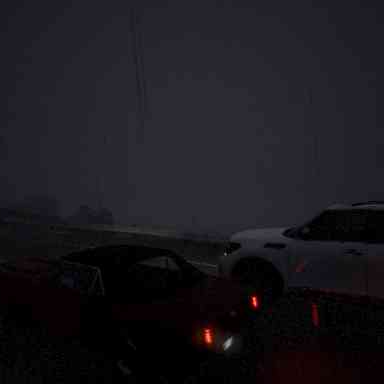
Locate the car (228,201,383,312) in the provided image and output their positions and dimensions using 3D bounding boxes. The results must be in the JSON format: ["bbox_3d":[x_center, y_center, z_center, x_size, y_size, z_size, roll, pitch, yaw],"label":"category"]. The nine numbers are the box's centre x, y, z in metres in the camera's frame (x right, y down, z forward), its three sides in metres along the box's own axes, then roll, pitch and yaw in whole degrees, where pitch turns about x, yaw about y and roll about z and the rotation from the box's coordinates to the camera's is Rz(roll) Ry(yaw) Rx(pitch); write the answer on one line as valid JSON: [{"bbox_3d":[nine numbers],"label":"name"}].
[{"bbox_3d":[3.237,1.181,6.128,5.566,2.045,2.150,0,0,34],"label":"car"}]

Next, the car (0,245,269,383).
[{"bbox_3d":[-1.414,1.541,5.303,4.718,1.301,1.895,1,1,33],"label":"car"}]
